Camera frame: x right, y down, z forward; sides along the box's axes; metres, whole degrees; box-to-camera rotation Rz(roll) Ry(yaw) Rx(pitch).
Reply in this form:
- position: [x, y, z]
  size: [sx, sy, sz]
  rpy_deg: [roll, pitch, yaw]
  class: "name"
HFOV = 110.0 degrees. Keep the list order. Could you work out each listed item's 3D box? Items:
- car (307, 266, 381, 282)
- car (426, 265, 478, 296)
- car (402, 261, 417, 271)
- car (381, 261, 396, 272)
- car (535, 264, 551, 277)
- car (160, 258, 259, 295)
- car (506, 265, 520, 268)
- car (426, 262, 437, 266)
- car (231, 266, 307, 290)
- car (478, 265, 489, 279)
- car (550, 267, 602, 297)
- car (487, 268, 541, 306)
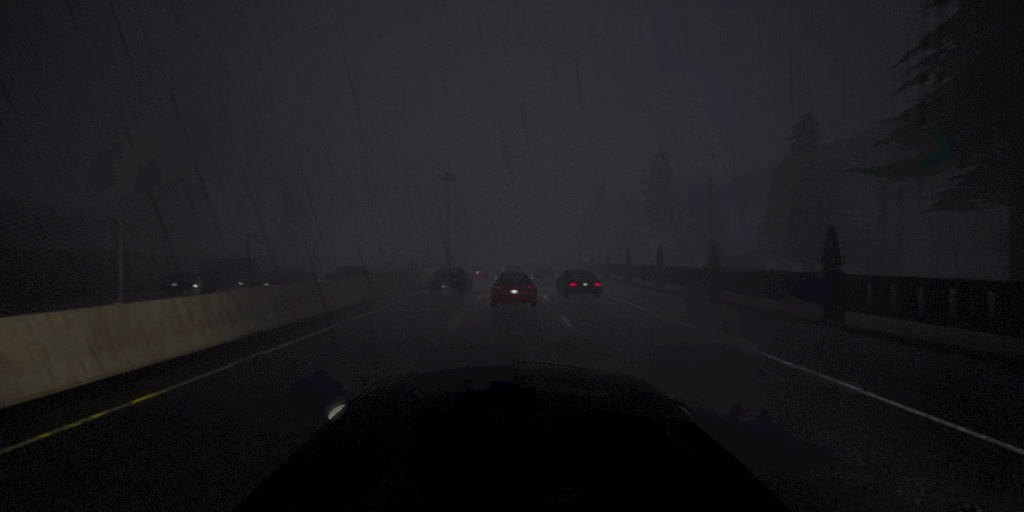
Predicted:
- position: [-10.610, 1.441, 23.168]
  size: [2.128, 1.511, 4.902]
  rpy_deg: [0, -1, 0]
  class: "car"
- position: [-3.405, 1.418, 20.725]
  size: [2.128, 1.511, 4.902]
  rpy_deg: [0, 0, 0]
  class: "car"
- position: [-16.369, 1.620, 57.550]
  size: [2.097, 1.767, 4.553]
  rpy_deg: [0, -1, -12]
  class: "car"
- position: [-20.103, 1.627, 58.277]
  size: [2.097, 1.767, 4.553]
  rpy_deg: [0, -1, -13]
  class: "car"
- position: [3.499, 1.622, 39.040]
  size: [1.812, 1.442, 4.674]
  rpy_deg: [0, 0, -1]
  class: "car"
- position: [-17.604, 1.155, 21.452]
  size: [2.150, 2.045, 5.566]
  rpy_deg: [0, -1, 0]
  class: "car"
- position: [0.079, 1.607, 35.025]
  size: [2.033, 1.411, 5.357]
  rpy_deg: [0, 0, 0]
  class: "car"
- position: [-12.968, 1.782, 58.552]
  size: [1.837, 1.490, 4.892]
  rpy_deg: [1, -1, -12]
  class: "car"
- position: [-14.104, 1.487, 22.144]
  size: [2.033, 1.411, 5.357]
  rpy_deg: [0, -1, 0]
  class: "car"
- position: [-3.465, 1.648, 37.634]
  size: [1.994, 1.385, 4.181]
  rpy_deg: [0, 0, -1]
  class: "car"
- position: [3.597, 1.468, 20.072]
  size: [2.033, 1.411, 5.357]
  rpy_deg: [0, 0, 0]
  class: "car"
- position: [0.093, 1.454, 16.752]
  size: [1.994, 1.385, 4.181]
  rpy_deg: [0, -1, 0]
  class: "car"
